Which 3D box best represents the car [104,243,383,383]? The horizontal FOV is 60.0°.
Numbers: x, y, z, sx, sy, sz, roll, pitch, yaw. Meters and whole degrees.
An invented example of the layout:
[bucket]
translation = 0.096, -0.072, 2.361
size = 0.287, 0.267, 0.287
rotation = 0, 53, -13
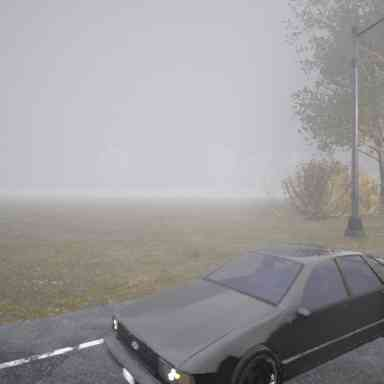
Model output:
[car]
translation = 1.539, 1.546, 4.983
size = 5.357, 1.411, 2.033
rotation = 0, 0, -34
